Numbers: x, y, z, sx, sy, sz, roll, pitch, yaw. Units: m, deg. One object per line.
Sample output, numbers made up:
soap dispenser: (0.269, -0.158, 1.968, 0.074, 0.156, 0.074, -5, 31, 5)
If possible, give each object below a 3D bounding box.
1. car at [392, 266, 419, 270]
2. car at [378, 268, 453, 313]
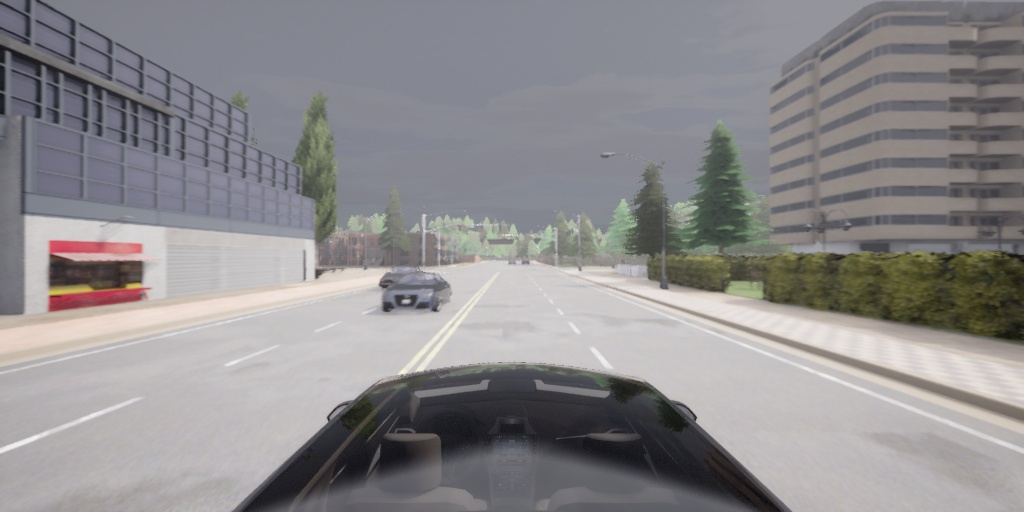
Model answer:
car: (-6.997, 1.354, 23.625, 2.033, 1.411, 5.357, 0, 0, 0)
car: (-3.574, 1.346, 14.099, 1.994, 1.385, 4.181, 0, 0, 0)
